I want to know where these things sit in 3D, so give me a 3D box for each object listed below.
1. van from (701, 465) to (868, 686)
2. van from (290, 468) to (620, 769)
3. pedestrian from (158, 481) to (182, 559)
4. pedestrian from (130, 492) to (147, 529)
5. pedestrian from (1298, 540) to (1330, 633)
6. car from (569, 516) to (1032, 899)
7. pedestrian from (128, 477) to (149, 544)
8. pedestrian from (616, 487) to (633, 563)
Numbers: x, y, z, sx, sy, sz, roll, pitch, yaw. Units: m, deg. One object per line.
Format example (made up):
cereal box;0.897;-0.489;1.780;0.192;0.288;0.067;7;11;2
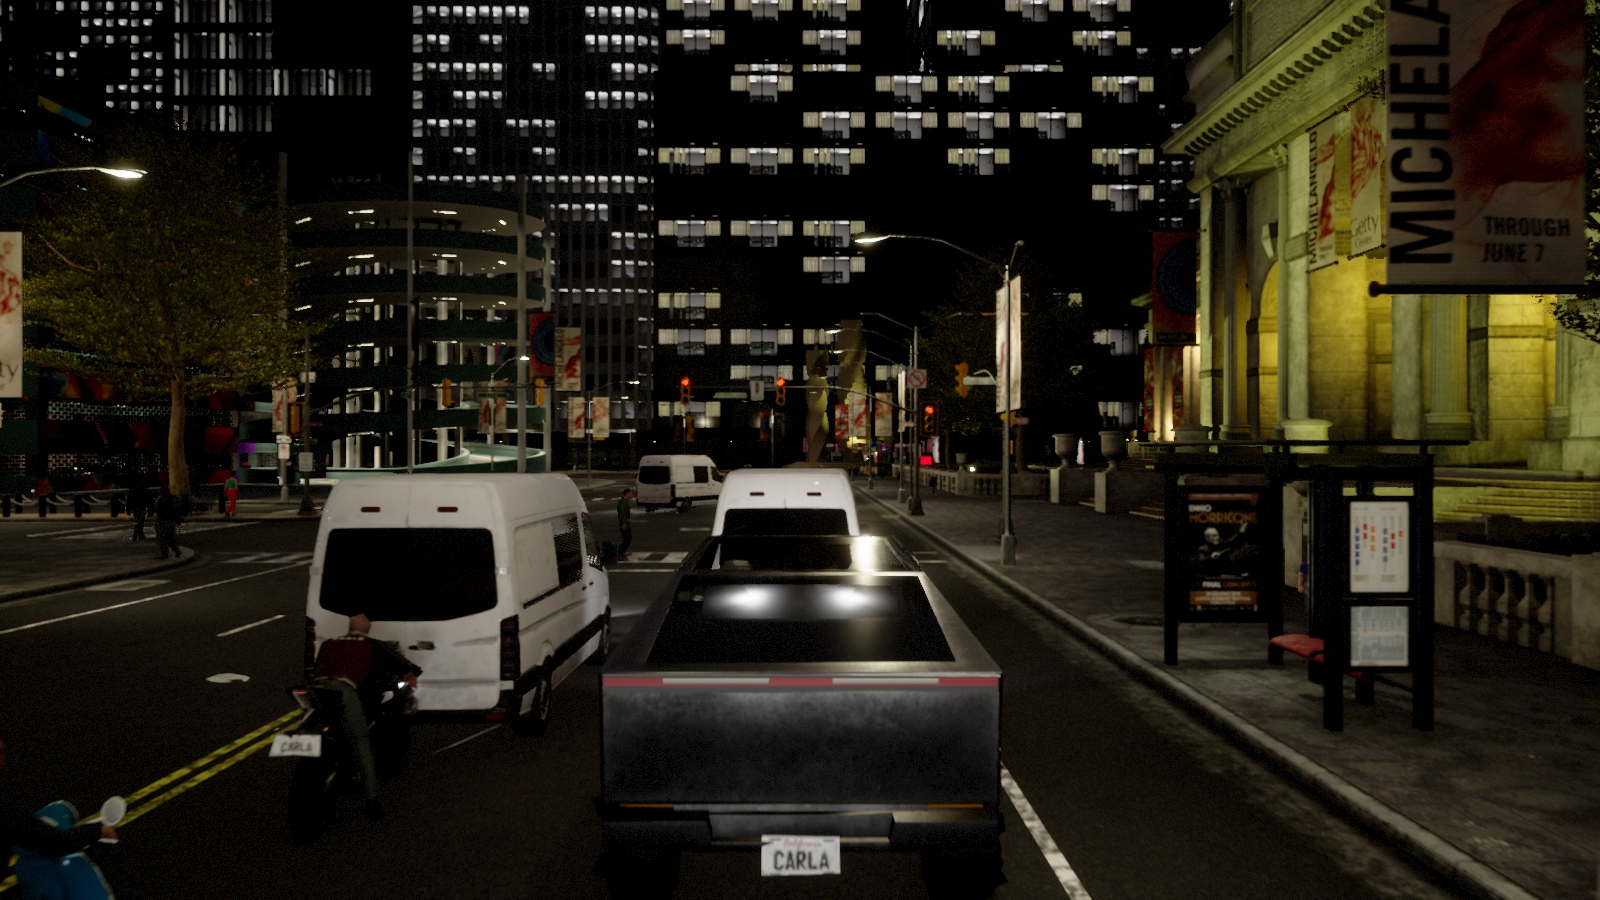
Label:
van;-0.105;1.534;16.588;1.988;2.561;5.915;0;0;2
van;-3.510;1.534;13.044;1.988;2.561;5.915;0;0;0
pedestrian;-15.243;1.697;27.643;0.375;1.860;0.375;0;0;9
pedestrian;-23.348;2.129;40.319;0.375;1.300;0.375;0;0;-1
pedestrian;7.497;1.978;16.675;0.375;1.300;0.375;0;0;14
car;0.003;1.754;9.029;2.390;2.098;6.274;0;0;0
pedestrian;-18.660;1.696;32.214;0.375;1.860;0.375;0;0;33
pedestrian;-4.352;1.849;28.390;0.375;1.860;0.375;0;0;0
